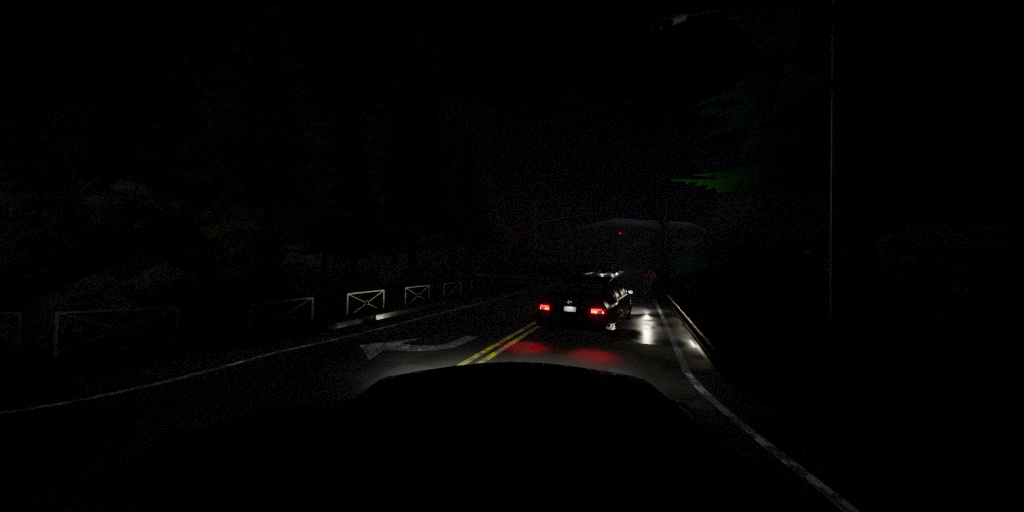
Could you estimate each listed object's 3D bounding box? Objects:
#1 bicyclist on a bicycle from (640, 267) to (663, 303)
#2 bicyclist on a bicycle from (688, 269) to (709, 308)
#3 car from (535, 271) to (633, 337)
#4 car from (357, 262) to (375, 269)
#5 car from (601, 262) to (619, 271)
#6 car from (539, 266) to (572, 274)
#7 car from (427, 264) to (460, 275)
[{"bbox_3d":[6.430,1.345,16.490,1.656,1.620,0.582,1,-1,-31],"label":"bicyclist on a bicycle"},{"bbox_3d":[7.875,1.358,15.107,1.656,1.620,0.582,1,-1,-34],"label":"bicyclist on a bicycle"},{"bbox_3d":[2.304,1.279,10.283,2.033,1.411,5.357,1,-1,24],"label":"car"},{"bbox_3d":[-21.846,1.521,50.857,5.357,1.411,2.033,1,-1,22],"label":"car"},{"bbox_3d":[15.624,1.969,57.913,2.097,1.767,4.553,1,-1,20],"label":"car"},{"bbox_3d":[5.086,1.860,40.227,4.181,1.385,1.994,-1,-2,30],"label":"car"},{"bbox_3d":[-8.776,1.721,45.959,4.181,1.385,1.994,1,-1,20],"label":"car"}]
